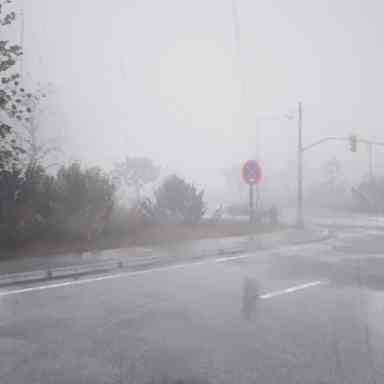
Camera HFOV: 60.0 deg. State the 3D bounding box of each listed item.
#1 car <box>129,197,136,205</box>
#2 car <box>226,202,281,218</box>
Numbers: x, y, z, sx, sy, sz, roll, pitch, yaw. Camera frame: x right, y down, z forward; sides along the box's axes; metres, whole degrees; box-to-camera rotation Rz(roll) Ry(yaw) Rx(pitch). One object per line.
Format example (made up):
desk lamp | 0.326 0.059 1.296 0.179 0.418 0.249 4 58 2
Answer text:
car | -7.772 1.424 49.706 2.033 1.411 5.357 0 1 -32
car | 5.235 1.550 29.225 2.033 1.411 5.357 0 0 -32
